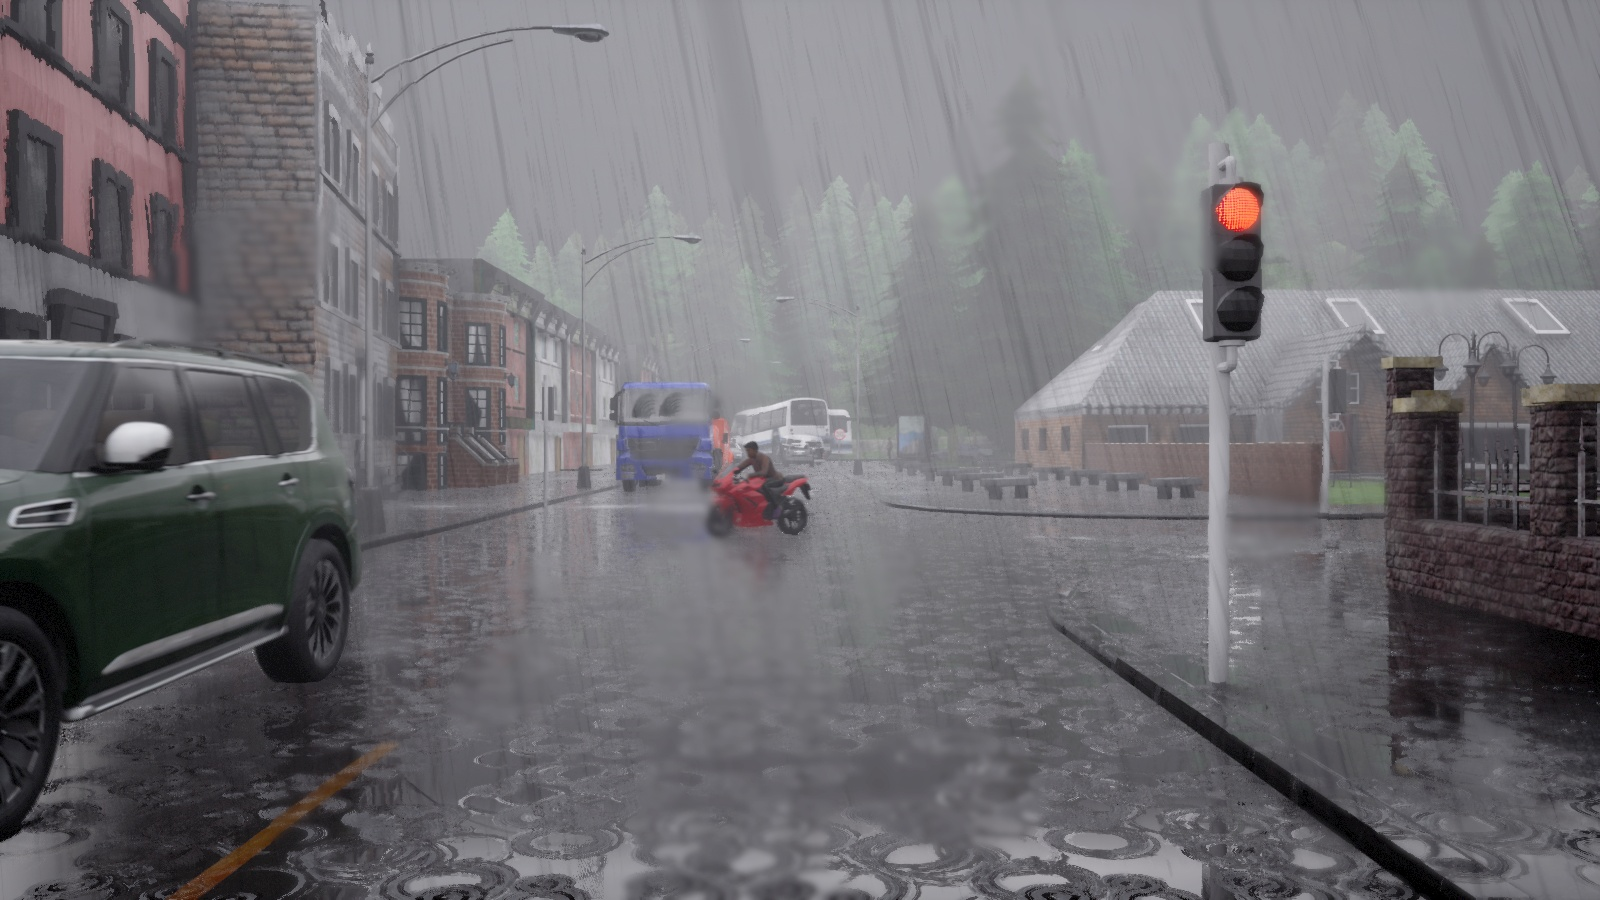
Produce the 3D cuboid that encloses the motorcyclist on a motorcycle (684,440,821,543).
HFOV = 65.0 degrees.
[{"bbox_3d":[-0.732,0.616,19.712,2.044,1.523,0.797,0,2,-38],"label":"motorcyclist on a motorcycle"}]

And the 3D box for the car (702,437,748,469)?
[{"bbox_3d":[-4.042,0.136,68.438,2.152,1.651,5.027,0,0,0],"label":"car"}]

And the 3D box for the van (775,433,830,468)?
[{"bbox_3d":[0.114,-0.009,85.387,2.069,2.038,4.480,0,4,-23],"label":"van"}]

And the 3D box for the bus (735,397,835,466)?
[{"bbox_3d":[-1.259,-1.206,92.824,3.944,4.253,10.273,0,-4,-21],"label":"bus"}]

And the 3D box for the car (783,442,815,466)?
[{"bbox_3d":[-0.034,0.264,79.399,1.970,1.475,3.806,0,0,0],"label":"car"}]

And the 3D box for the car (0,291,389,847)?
[{"bbox_3d":[-4.028,0.427,6.305,2.150,2.045,5.566,0,0,0],"label":"car"}]

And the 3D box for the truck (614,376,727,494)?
[{"bbox_3d":[-4.047,-0.470,41.022,2.891,3.462,7.936,0,0,0],"label":"truck"}]

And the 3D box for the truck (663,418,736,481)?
[{"bbox_3d":[-4.061,-0.035,51.564,2.627,2.467,5.204,0,0,0],"label":"truck"}]
